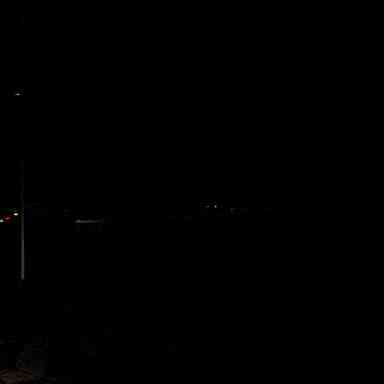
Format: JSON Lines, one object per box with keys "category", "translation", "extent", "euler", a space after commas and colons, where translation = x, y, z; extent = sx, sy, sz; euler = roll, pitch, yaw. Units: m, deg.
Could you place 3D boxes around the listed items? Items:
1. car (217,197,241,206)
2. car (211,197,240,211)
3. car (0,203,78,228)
{"category": "car", "translation": [6.082, 1.487, 54.101], "extent": [1.812, 1.442, 4.674], "euler": [0, 0, 35]}
{"category": "car", "translation": [4.086, 1.415, 40.066], "extent": [1.837, 1.490, 4.892], "euler": [0, 0, 35]}
{"category": "car", "translation": [-9.504, 1.409, 20.931], "extent": [1.812, 1.442, 4.674], "euler": [0, 0, 35]}
